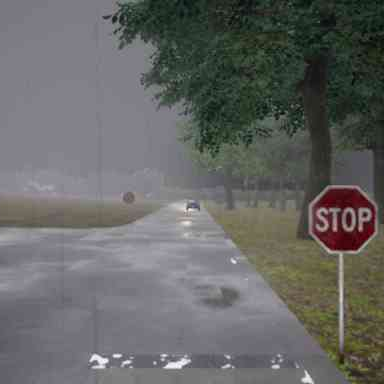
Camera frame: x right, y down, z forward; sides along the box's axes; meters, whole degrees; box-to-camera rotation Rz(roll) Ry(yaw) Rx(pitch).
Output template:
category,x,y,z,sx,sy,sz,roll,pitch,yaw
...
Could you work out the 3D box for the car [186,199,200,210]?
category,x,y,z,sx,sy,sz,roll,pitch,yaw
car,0.175,1.773,46.555,1.812,1.442,4.674,0,0,0
